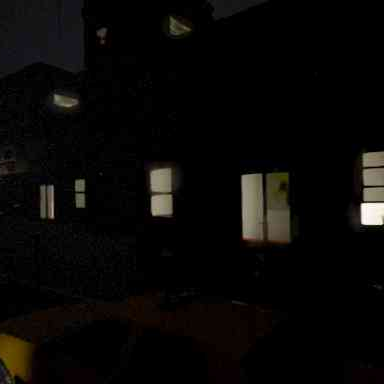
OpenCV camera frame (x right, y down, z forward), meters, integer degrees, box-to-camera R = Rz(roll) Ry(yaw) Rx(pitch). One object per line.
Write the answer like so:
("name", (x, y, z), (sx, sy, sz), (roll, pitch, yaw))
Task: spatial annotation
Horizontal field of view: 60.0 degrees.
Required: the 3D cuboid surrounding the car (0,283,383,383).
("car", (-0.320, 1.546, 3.116), (4.829, 1.417, 1.752), (-1, -1, 36))
